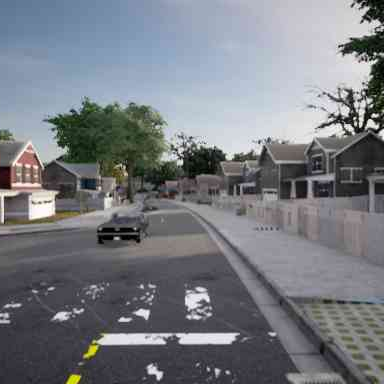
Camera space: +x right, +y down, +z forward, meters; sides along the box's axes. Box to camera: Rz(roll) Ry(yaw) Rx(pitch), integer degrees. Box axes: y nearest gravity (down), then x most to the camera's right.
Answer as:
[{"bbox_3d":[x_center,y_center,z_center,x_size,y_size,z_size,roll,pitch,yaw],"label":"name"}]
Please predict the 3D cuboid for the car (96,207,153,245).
[{"bbox_3d":[-3.128,1.598,15.775,1.895,1.301,4.718,0,0,-2],"label":"car"}]

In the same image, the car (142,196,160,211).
[{"bbox_3d":[-4.907,1.591,40.087,1.837,1.490,4.892,0,0,-6],"label":"car"}]
